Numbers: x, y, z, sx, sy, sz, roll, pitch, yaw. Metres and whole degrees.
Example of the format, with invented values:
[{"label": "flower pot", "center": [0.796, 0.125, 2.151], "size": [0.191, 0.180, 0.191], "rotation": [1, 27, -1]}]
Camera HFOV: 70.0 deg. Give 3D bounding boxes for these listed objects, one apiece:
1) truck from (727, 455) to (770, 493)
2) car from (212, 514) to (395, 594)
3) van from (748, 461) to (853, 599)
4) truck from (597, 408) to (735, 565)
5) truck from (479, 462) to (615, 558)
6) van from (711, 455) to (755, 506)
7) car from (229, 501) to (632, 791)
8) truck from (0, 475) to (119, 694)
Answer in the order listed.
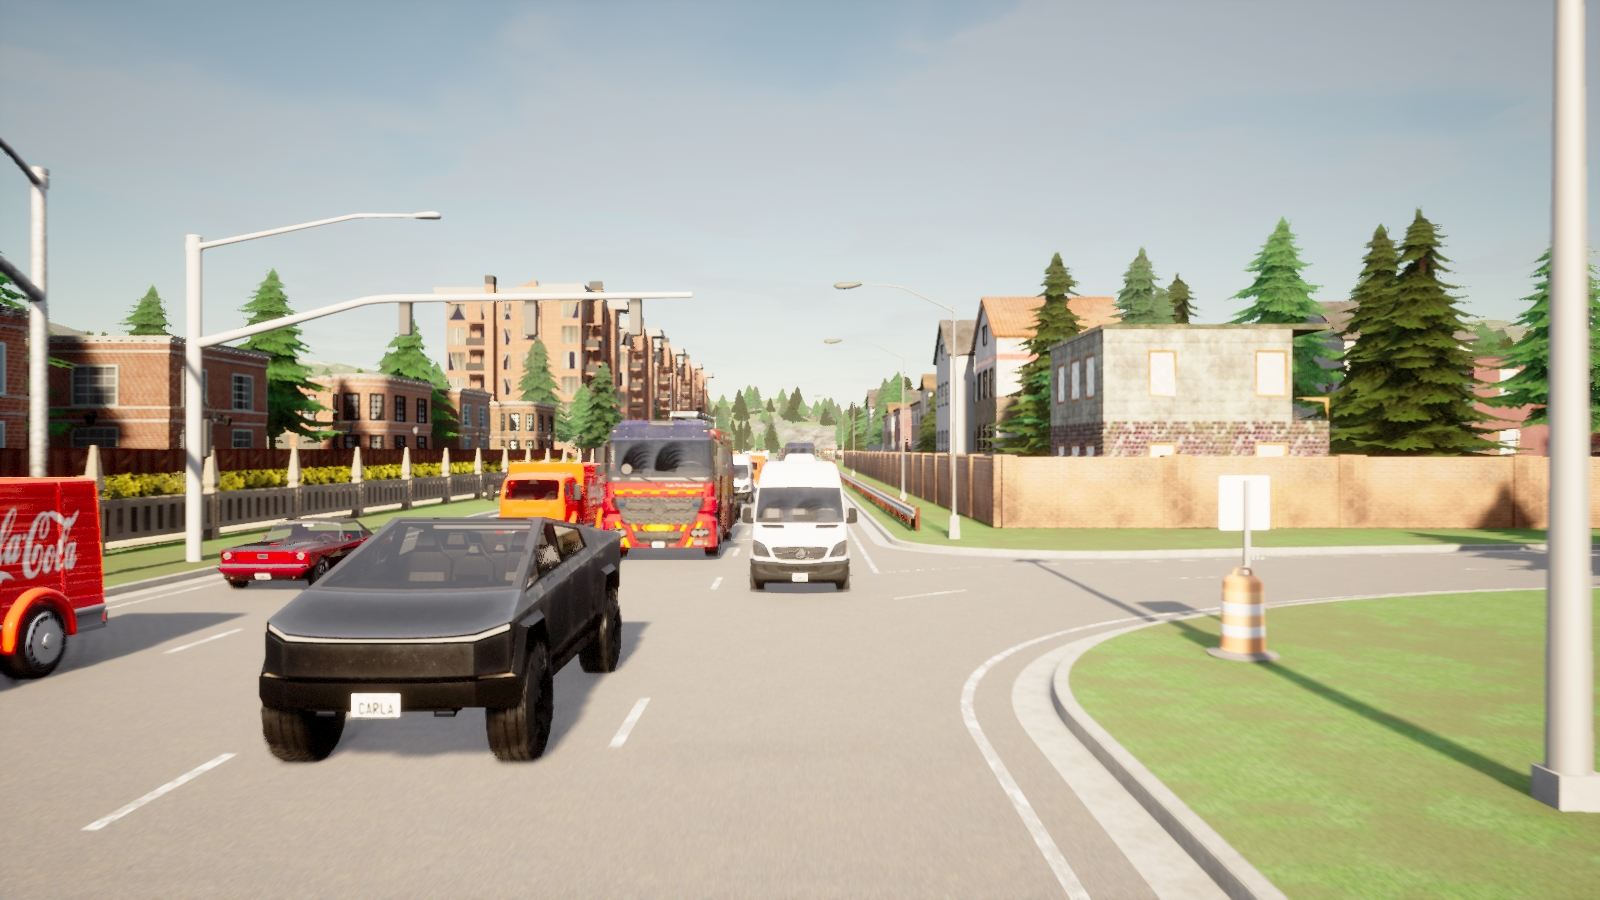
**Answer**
[{"label": "truck", "center": [-3.455, 1.566, 77.103], "size": [2.627, 2.467, 5.204], "rotation": [0, 0, 1]}, {"label": "car", "center": [-10.500, 2.155, 24.593], "size": [1.895, 1.301, 4.718], "rotation": [0, 0, 0]}, {"label": "van", "center": [0.004, 1.535, 24.540], "size": [1.988, 2.561, 5.915], "rotation": [0, 0, 0]}, {"label": "truck", "center": [-3.496, 0.890, 31.979], "size": [2.891, 3.827, 8.468], "rotation": [0, 0, 0]}, {"label": "truck", "center": [-6.985, 1.573, 32.253], "size": [2.627, 2.467, 5.204], "rotation": [0, 0, 1]}, {"label": "van", "center": [-3.496, 1.535, 60.517], "size": [1.988, 2.561, 5.915], "rotation": [0, 0, 0]}, {"label": "car", "center": [-3.500, 1.753, 12.528], "size": [2.390, 2.098, 6.274], "rotation": [0, 0, 0]}, {"label": "truck", "center": [-10.500, 1.568, 12.816], "size": [2.627, 2.467, 5.204], "rotation": [0, 0, 0]}]
